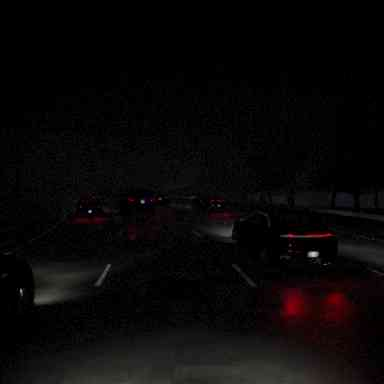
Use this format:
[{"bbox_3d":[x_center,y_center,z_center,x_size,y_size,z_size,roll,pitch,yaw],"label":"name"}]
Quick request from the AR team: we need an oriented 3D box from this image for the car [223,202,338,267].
[{"bbox_3d":[2.701,1.284,10.708,2.128,1.511,4.902,0,1,-8],"label":"car"}]

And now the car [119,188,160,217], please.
[{"bbox_3d":[-4.309,0.735,25.785,2.150,2.045,5.566,0,1,-18],"label":"car"}]

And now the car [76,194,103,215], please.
[{"bbox_3d":[-8.342,1.097,26.778,1.895,1.301,4.718,0,1,-20],"label":"car"}]

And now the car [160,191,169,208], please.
[{"bbox_3d":[-4.014,0.696,34.576,2.097,1.767,4.553,-1,1,-24],"label":"car"}]

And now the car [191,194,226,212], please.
[{"bbox_3d":[1.439,0.913,30.371,2.128,1.511,4.902,0,1,-20],"label":"car"}]

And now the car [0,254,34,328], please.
[{"bbox_3d":[-3.694,1.277,3.914,2.097,1.767,4.553,0,1,-4],"label":"car"}]

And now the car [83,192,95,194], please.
[{"bbox_3d":[-14.237,0.705,45.754,1.994,1.385,4.181,-1,1,-34],"label":"car"}]
